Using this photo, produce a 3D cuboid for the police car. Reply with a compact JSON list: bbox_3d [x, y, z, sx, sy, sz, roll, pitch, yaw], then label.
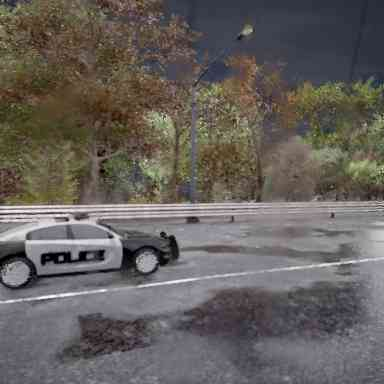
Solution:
[{"bbox_3d":[-2.938,1.388,8.984,5.238,1.638,1.930,0,0,-24],"label":"police car"}]
